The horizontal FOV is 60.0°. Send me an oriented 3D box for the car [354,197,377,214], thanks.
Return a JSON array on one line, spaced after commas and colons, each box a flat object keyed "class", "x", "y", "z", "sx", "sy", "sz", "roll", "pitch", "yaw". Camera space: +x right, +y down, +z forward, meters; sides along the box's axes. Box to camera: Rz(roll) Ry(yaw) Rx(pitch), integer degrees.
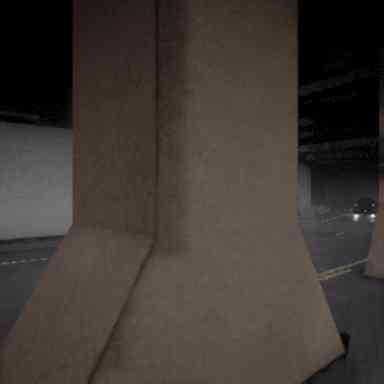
[{"class": "car", "x": 18.846, "y": 1.358, "z": 36.162, "sx": 2.097, "sy": 1.767, "sz": 4.553, "roll": 0, "pitch": 0, "yaw": 28}]
